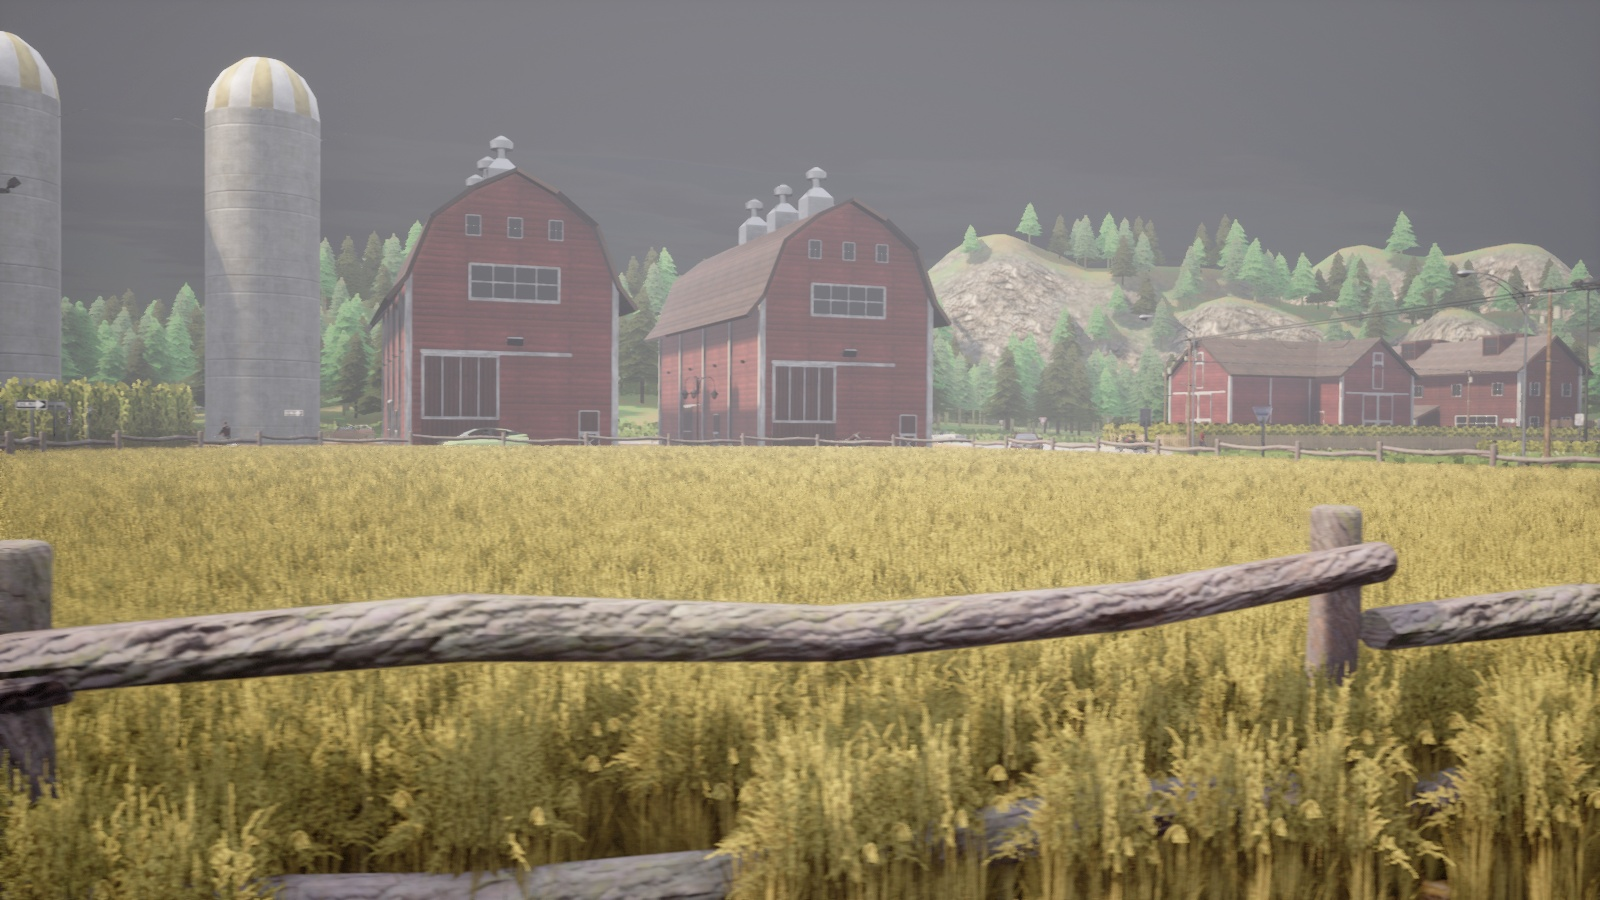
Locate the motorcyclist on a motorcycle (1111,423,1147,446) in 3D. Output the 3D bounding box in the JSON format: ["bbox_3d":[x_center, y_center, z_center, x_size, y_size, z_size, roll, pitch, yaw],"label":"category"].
[{"bbox_3d":[23.820,-1.145,90.968,2.350,1.649,0.766,0,0,33],"label":"motorcyclist on a motorcycle"}]

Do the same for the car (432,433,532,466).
[{"bbox_3d":[-15.808,-0.042,62.405,4.514,1.525,2.007,-1,1,-24],"label":"car"}]

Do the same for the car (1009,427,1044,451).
[{"bbox_3d":[14.173,-0.685,78.493,1.812,1.442,4.674,-1,1,14],"label":"car"}]
